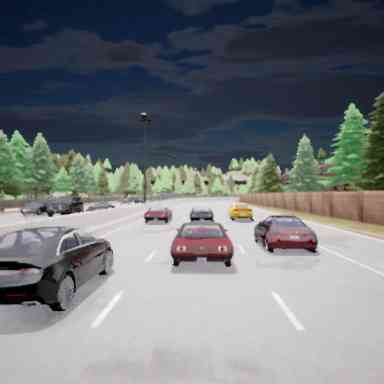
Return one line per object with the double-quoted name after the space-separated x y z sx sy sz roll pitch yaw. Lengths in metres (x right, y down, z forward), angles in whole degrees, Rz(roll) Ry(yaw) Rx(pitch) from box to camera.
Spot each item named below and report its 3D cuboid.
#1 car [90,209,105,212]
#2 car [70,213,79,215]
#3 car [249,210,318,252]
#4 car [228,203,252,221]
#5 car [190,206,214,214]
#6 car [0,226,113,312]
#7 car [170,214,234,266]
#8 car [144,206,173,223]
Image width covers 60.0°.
-9.663 1.830 35.334 2.033 1.411 5.357 0 -1 2 "car"
-13.172 1.490 35.016 2.150 2.045 5.566 0 0 2 "car"
3.930 1.698 14.552 1.994 1.385 4.181 0 0 2 "car"
4.395 1.749 30.556 1.882 1.535 5.008 0 0 2 "car"
0.801 1.839 27.496 1.895 1.301 4.718 0 0 2 "car"
-3.267 1.554 7.822 2.128 1.511 4.902 0 0 2 "car"
0.351 1.705 11.919 1.895 1.301 4.718 0 0 2 "car"
-2.698 1.832 27.598 1.895 1.301 4.718 0 0 2 "car"
